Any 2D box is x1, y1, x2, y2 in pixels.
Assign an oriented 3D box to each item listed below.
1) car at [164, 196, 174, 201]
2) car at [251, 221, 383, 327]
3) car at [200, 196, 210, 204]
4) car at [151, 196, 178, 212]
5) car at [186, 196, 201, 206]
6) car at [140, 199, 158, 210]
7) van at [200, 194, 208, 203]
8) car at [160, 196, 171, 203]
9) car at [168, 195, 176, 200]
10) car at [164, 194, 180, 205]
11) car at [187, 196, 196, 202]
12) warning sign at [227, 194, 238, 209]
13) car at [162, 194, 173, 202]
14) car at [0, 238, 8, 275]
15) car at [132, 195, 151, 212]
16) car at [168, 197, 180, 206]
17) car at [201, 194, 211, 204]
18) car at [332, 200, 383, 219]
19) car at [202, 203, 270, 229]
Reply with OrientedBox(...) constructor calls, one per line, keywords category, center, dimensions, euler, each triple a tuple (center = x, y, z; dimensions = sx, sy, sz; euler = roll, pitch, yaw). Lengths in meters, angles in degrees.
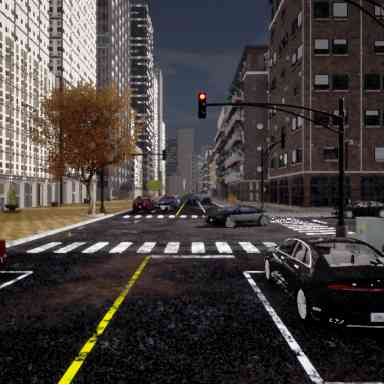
OrientedBox(category="car", center=(-5.763, 1.632, 83.489), dimensions=(2.008, 1.369, 4.403), euler=(0, 0, 0))
OrientedBox(category="car", center=(2.682, 1.551, 6.925), dimensions=(2.008, 1.369, 4.403), euler=(0, 0, 0))
OrientedBox(category="car", center=(2.632, 1.578, 67.097), dimensions=(1.752, 1.417, 4.829), euler=(0, 0, 0))
OrientedBox(category="car", center=(-3.133, 1.512, 38.486), dimensions=(2.128, 1.511, 4.902), euler=(0, 0, 0))
OrientedBox(category="car", center=(0.052, 1.603, 57.137), dimensions=(1.994, 1.385, 4.181), euler=(0, 0, 0))
OrientedBox(category="car", center=(-5.730, 1.592, 44.829), dimensions=(1.947, 1.339, 4.313), euler=(0, 0, 0))
OrientedBox(category="van", center=(2.627, 1.402, 72.451), dimensions=(1.690, 1.788, 3.998), euler=(0, 0, 0))
OrientedBox(category="car", center=(-5.753, 1.627, 72.444), dimensions=(1.947, 1.339, 4.313), euler=(0, 0, 0))
OrientedBox(category="car", center=(-5.772, 1.654, 94.535), dimensions=(2.008, 1.369, 4.403), euler=(0, 0, 0))
OrientedBox(category="car", center=(-3.137, 1.382, 48.364), dimensions=(2.097, 1.767, 4.553), euler=(0, 0, 0))
OrientedBox(category="car", center=(-0.067, 1.625, 78.919), dimensions=(1.994, 1.385, 4.181), euler=(0, 0, 0))
OrientedBox(category="warning sign", center=(5.033, 1.138, 41.440), dimensions=(1.300, 1.860, 1.060), euler=(0, 0, 0))
OrientedBox(category="car", center=(-5.758, 1.385, 77.966), dimensions=(2.192, 1.841, 5.009), euler=(0, 0, 0))
OrientedBox(category="car", center=(-5.698, 1.545, 6.918), dimensions=(1.887, 1.381, 4.507), euler=(0, 0, 0))
OrientedBox(category="car", center=(-5.726, 1.336, 39.306), dimensions=(2.192, 1.841, 5.009), euler=(0, 0, 0))
OrientedBox(category="car", center=(-3.130, 1.642, 58.435), dimensions=(1.895, 1.301, 4.718), euler=(0, 0, 0))
OrientedBox(category="car", center=(2.637, 1.610, 61.404), dimensions=(1.947, 1.339, 4.313), euler=(0, 0, 0))
OrientedBox(category="car", center=(13.403, 1.350, 26.340), dimensions=(4.403, 1.369, 2.008), euler=(-1, 1, -1))
OrientedBox(category="car", center=(2.986, 1.569, 21.743), dimensions=(4.181, 1.385, 1.994), euler=(0, 0, -25))
